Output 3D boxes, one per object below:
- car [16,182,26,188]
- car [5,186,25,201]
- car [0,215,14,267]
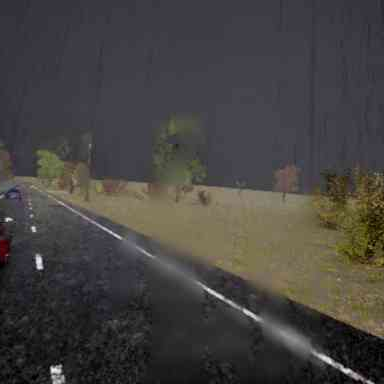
[{"bbox_3d":[-36.152,-0.701,69.633,2.097,1.767,4.553,4,0,-26],"label":"car"},{"bbox_3d":[-21.805,0.299,40.752,1.812,1.442,4.674,4,0,-26],"label":"car"},{"bbox_3d":[-6.339,1.205,9.648,1.994,1.385,4.181,4,0,-26],"label":"car"}]
